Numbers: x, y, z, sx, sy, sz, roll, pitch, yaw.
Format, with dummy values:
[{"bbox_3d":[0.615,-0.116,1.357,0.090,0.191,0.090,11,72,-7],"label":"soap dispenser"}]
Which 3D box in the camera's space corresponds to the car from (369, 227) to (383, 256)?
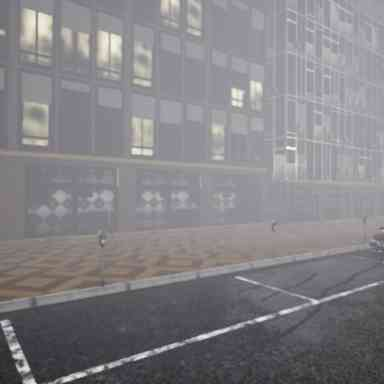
[{"bbox_3d":[8.375,1.675,12.513,4.403,1.369,2.008,1,0,-35],"label":"car"}]
